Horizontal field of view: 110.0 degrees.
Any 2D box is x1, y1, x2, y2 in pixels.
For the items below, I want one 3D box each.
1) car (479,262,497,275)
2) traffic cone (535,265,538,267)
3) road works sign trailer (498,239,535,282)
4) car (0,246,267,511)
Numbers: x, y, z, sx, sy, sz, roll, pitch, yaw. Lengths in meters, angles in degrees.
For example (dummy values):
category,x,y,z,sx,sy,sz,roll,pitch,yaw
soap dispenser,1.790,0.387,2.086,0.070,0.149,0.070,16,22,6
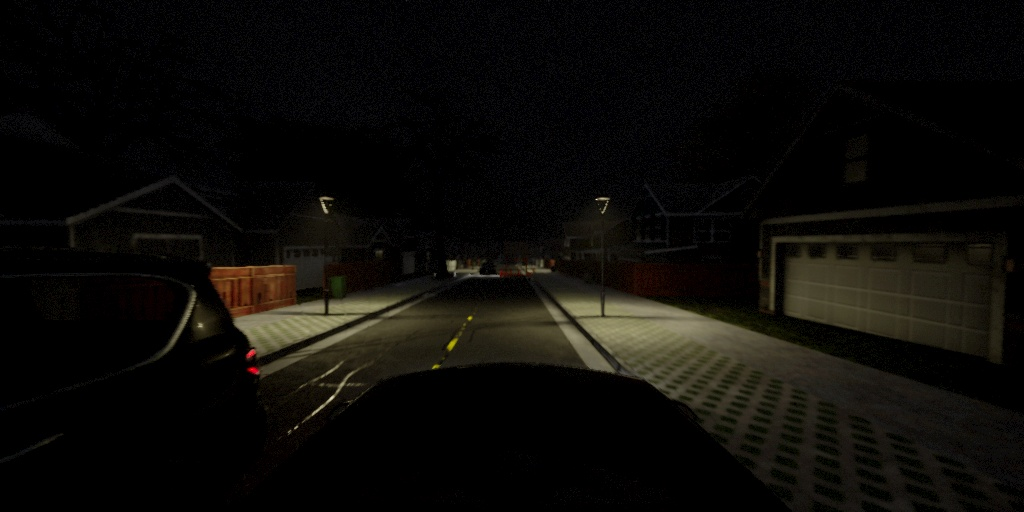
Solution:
category,x,y,z,sx,sy,sz,roll,pitch,yaw
car,-2.844,1.458,42.874,1.837,1.490,4.892,0,-1,0
traffic cone,2.813,1.772,45.776,0.340,0.580,0.340,0,0,17
road works sign trailer,0.353,0.353,31.072,2.380,3.560,2.880,0,0,-7
car,-2.851,0.964,0.289,2.150,2.045,5.566,0,0,0
